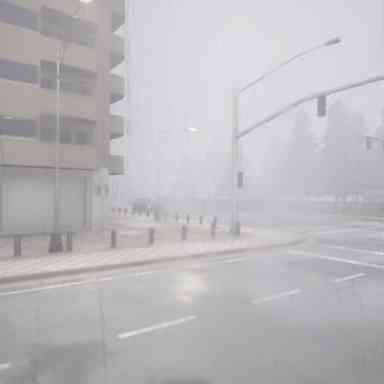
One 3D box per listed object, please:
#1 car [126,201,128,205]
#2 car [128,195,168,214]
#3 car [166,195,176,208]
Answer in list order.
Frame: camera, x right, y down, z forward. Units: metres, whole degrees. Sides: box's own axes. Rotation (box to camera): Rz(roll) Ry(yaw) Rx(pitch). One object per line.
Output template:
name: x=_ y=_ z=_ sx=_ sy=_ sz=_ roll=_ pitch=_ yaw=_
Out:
car: x=-11.098 y=1.954 z=65.227 sx=1.895 sy=1.301 sz=4.718 roll=1 pitch=0 yaw=-36
car: x=-5.233 y=1.597 z=39.014 sx=2.097 sy=1.767 sz=4.553 roll=1 pitch=0 yaw=-36
car: x=-4.833 y=1.576 z=56.636 sx=2.150 sy=2.045 sz=5.566 roll=1 pitch=0 yaw=-36
